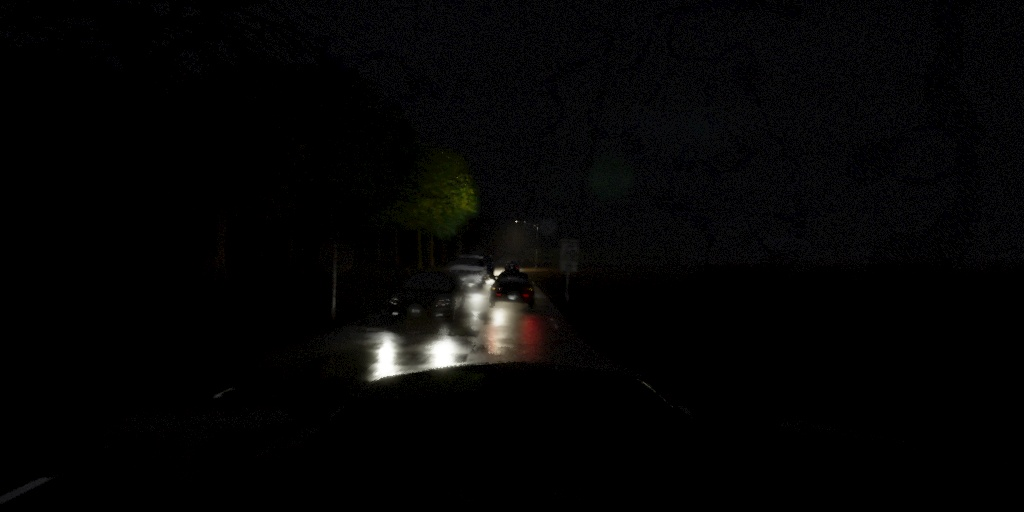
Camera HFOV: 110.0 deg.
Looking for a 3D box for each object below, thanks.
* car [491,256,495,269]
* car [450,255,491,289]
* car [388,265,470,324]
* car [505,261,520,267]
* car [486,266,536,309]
[{"bbox_3d":[-2.807,0.966,34.551,2.150,2.045,5.566,2,0,-1],"label":"car"},{"bbox_3d":[-2.805,0.971,23.820,2.150,2.045,5.566,2,0,-1],"label":"car"},{"bbox_3d":[-2.731,1.241,12.343,1.882,1.535,5.008,2,0,-2],"label":"car"},{"bbox_3d":[-0.019,1.391,44.585,2.033,1.411,5.357,2,0,0],"label":"car"},{"bbox_3d":[0.055,1.393,15.867,1.812,1.442,4.674,2,0,1],"label":"car"}]
